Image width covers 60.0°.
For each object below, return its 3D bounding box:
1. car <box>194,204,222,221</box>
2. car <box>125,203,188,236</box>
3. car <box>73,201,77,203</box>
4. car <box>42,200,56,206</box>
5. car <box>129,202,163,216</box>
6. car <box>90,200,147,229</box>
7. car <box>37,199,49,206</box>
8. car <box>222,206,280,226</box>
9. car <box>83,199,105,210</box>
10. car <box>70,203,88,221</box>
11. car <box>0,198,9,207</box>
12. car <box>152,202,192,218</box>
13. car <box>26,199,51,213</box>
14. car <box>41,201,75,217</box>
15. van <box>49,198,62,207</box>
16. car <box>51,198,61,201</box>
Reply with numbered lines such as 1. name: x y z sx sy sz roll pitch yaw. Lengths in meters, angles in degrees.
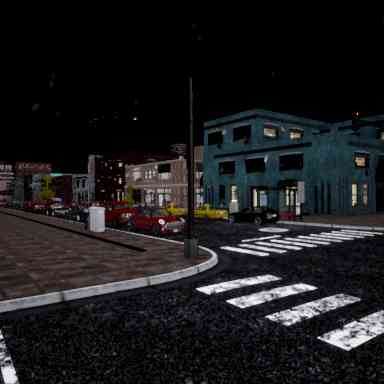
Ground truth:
1. car: 1.163 1.753 29.890 1.752 1.417 4.829 -1 0 -36
2. car: -2.104 1.673 20.268 1.967 1.590 4.097 -1 0 -36
3. car: -22.270 2.279 61.571 1.802 1.307 4.206 -1 0 -36
4. car: -32.356 2.444 75.207 1.887 1.381 4.507 -1 0 -36
5. car: -5.460 1.911 38.844 2.008 1.369 4.403 -1 0 -36
6. car: -5.470 1.616 24.812 2.192 1.841 5.009 -1 0 -36
7. car: -35.819 2.494 79.889 1.752 1.417 4.829 -1 0 -36
8. car: 4.627 1.724 25.208 1.947 1.339 4.313 -1 0 -36
9. car: -15.549 2.002 52.480 1.967 1.590 4.097 -1 0 -36
10. car: -8.826 1.919 29.359 2.008 1.369 4.403 -1 0 -36
11. car: -42.486 2.357 74.787 2.192 1.841 5.009 -1 0 -36
12. car: -2.200 1.820 34.435 1.752 1.417 4.829 -1 0 -36
13. car: -22.280 1.952 47.539 2.192 1.841 5.009 -1 0 -36
14. car: -15.551 2.053 38.449 2.008 1.369 4.403 -1 0 -36
15. van: -28.999 2.173 70.661 1.690 1.788 3.998 -1 0 -36
16. car: -25.313 2.265 61.332 1.812 1.442 4.674 -1 0 -35
